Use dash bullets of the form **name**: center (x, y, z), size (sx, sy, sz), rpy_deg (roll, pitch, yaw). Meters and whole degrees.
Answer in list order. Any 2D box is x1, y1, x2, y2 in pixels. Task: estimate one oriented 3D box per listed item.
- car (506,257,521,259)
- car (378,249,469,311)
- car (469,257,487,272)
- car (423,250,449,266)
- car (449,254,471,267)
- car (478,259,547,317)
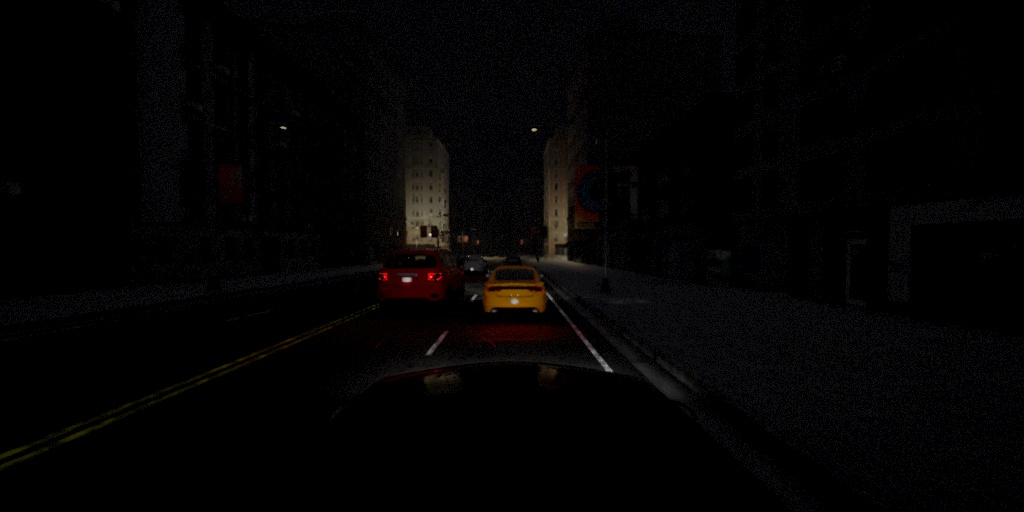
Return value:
- **car**: center (0.112, 0.782, 30.609), size (1.812, 1.442, 4.674), rpy_deg (0, 1, 0)
- **car**: center (-3.154, 0.767, 13.483), size (2.150, 2.045, 5.566), rpy_deg (0, 1, 0)
- **car**: center (-3.131, 0.783, 30.535), size (1.812, 1.442, 4.674), rpy_deg (0, 1, 0)
- **car**: center (-9.793, 0.207, 46.647), size (2.150, 2.045, 5.566), rpy_deg (0, 1, 0)
- **car**: center (-6.548, 0.540, 46.136), size (2.033, 1.411, 5.357), rpy_deg (0, 1, 0)
- **car**: center (0.090, 1.045, 12.333), size (1.882, 1.535, 5.008), rpy_deg (0, 1, 0)
